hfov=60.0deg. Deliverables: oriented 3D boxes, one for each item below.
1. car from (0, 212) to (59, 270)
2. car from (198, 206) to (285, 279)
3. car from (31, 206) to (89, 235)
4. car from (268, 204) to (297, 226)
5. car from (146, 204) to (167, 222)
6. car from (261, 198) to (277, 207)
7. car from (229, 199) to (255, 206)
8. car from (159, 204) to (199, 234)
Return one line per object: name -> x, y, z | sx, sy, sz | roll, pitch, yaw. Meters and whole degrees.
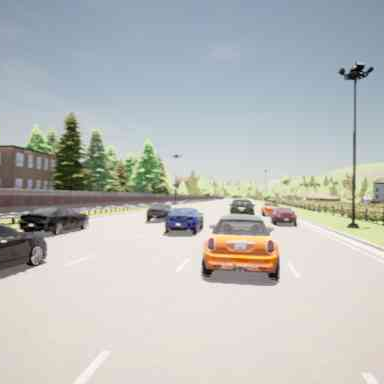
car -> -5.799, 1.488, 8.801 | 1.837, 1.490, 4.892 | 1, -1, 9
car -> 1.603, 1.515, 10.908 | 2.097, 1.767, 4.553 | 1, -1, 9
car -> -7.757, 1.543, 19.231 | 1.882, 1.535, 5.008 | 1, 0, 9
car -> 7.737, 2.023, 28.193 | 1.812, 1.442, 4.674 | 1, -1, 9
car -> -2.669, 1.798, 29.442 | 1.837, 1.490, 4.892 | 1, -1, 9
car -> 9.747, 2.047, 41.460 | 2.097, 1.767, 4.553 | 1, -1, 9
car -> 4.607, 1.682, 30.703 | 2.150, 2.045, 5.566 | 1, -1, 9
car -> -0.394, 1.720, 21.106 | 1.882, 1.535, 5.008 | 1, -1, 9
